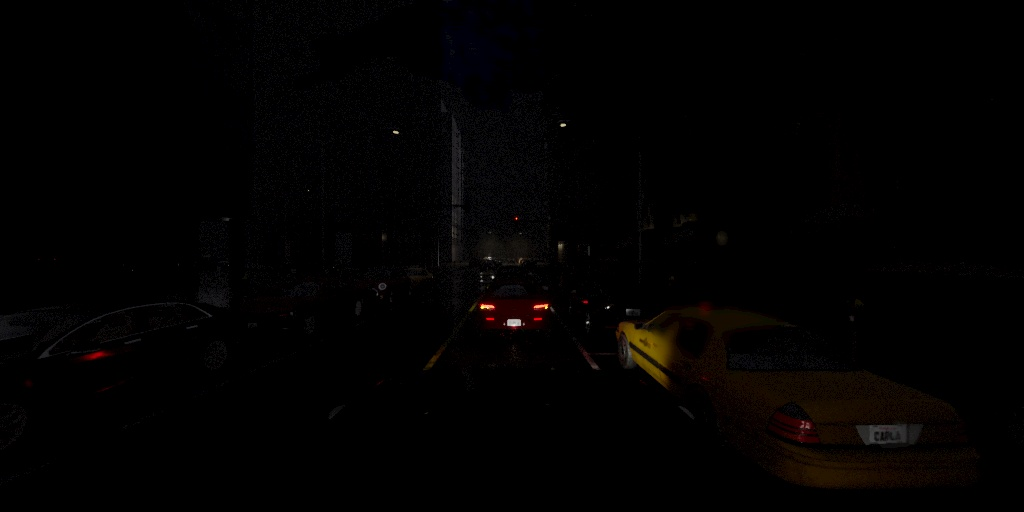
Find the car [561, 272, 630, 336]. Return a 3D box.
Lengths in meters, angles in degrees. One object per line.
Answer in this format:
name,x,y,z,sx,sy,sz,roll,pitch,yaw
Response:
car,2.754,1.316,10.225,1.948,1.339,4.313,0,0,0

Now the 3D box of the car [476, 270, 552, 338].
car,0.061,1.276,10.059,1.812,1.442,4.674,0,0,0

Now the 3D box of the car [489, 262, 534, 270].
car,-0.001,1.256,18.925,1.837,1.490,4.892,0,0,0

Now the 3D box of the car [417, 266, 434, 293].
car,-5.784,1.277,20.957,1.751,1.417,4.829,0,0,0

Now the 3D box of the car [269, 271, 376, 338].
car,-5.771,1.295,10.213,1.888,1.381,4.507,0,0,0

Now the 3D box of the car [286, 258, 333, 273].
car,-17.857,0.937,32.571,4.892,1.490,1.837,1,0,0

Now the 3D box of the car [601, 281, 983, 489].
car,2.760,1.275,4.939,1.751,1.417,4.829,0,0,0

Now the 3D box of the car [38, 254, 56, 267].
car,-48.228,0.417,35.630,4.181,1.385,1.994,1,0,0

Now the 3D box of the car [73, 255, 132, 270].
car,-37.280,0.622,32.517,4.181,1.385,1.994,1,0,-1

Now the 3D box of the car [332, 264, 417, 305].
car,-5.778,1.191,15.670,1.967,1.591,4.097,0,0,0

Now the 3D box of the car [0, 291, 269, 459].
car,-5.765,1.300,4.756,2.007,1.370,4.403,0,0,0

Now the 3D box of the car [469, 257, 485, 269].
car,-5.829,1.079,58.535,2.192,1.841,5.009,0,0,0

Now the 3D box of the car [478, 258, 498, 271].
car,-3.152,1.286,47.945,1.812,1.442,4.674,0,0,0

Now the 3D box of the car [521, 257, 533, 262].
car,2.703,1.202,53.107,1.967,1.591,4.097,0,0,0

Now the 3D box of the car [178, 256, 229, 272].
car,-27.356,0.752,32.542,4.892,1.490,1.837,1,0,0

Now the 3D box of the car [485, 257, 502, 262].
car,-3.151,1.328,57.913,1.994,1.385,4.181,0,0,0

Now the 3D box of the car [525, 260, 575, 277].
car,4.082,1.443,37.541,4.718,1.301,1.895,2,2,22
